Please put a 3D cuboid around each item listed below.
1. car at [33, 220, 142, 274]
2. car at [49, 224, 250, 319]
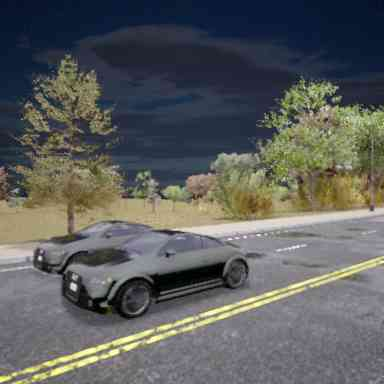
[{"bbox_3d":[-2.495,1.570,10.120,4.181,1.385,1.994,-1,0,-39],"label":"car"},{"bbox_3d":[-0.650,1.560,7.433,4.181,1.385,1.994,0,0,-39],"label":"car"}]
